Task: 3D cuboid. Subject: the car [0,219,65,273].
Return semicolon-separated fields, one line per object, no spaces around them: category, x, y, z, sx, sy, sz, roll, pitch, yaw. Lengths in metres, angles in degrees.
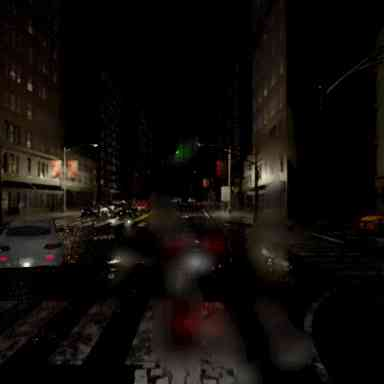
car;-4.966;1.545;10.243;1.812;1.442;4.674;1;-1;-24

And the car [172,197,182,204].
car;-3.239;1.838;73.766;1.882;1.535;5.008;0;0;0

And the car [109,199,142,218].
car;-6.585;1.757;33.474;1.837;1.490;4.892;0;0;0

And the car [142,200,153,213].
car;-6.556;1.842;42.498;1.812;1.442;4.674;0;0;1

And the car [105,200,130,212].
car;-9.792;1.819;44.057;2.128;1.511;4.902;0;0;0

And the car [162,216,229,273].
car;0.100;1.551;10.719;1.837;1.490;4.892;0;-1;0

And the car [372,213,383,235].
car;12.462;1.555;17.466;4.553;1.767;2.097;0;-1;0

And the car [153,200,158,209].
car;-6.493;1.939;52.961;2.033;1.411;5.357;0;0;0

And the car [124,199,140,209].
car;-9.743;1.926;54.271;1.812;1.442;4.674;0;0;0

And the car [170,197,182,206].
car;-3.241;1.954;63.347;2.128;1.511;4.902;0;0;0

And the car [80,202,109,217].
car;-9.830;1.760;33.928;1.837;1.490;4.892;0;0;0

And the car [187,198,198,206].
car;0.009;1.959;64.137;2.128;1.511;4.902;0;0;0

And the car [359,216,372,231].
car;13.099;1.749;20.717;5.008;1.535;1.882;0;-1;1
